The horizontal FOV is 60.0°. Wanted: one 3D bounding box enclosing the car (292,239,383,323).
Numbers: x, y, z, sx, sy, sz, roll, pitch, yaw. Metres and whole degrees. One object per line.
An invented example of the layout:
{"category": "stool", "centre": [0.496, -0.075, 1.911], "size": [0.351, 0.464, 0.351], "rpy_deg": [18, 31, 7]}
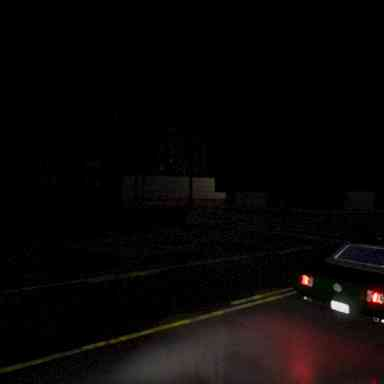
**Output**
{"category": "car", "centre": [4.285, 1.666, 6.901], "size": [4.718, 1.301, 1.895], "rpy_deg": [1, 0, -36]}
